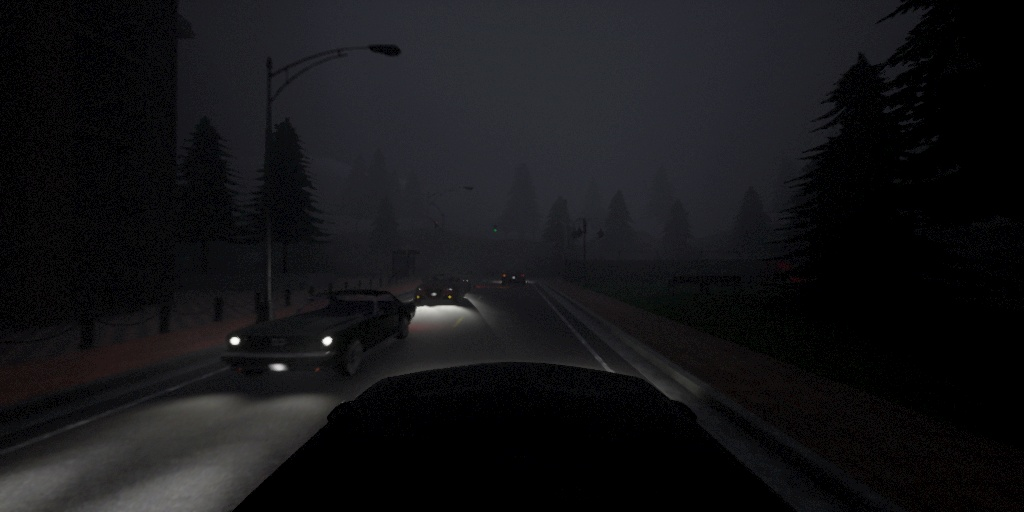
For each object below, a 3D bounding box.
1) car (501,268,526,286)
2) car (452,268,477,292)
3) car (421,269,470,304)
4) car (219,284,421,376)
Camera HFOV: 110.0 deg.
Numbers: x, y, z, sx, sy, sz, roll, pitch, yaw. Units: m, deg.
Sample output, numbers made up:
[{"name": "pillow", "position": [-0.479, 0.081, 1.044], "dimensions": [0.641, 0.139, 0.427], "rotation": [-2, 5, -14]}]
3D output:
[{"name": "car", "position": [0.124, 1.725, 30.437], "dimensions": [1.994, 1.385, 4.181], "rotation": [0, -1, 0]}, {"name": "car", "position": [-3.522, 1.568, 24.551], "dimensions": [2.128, 1.511, 4.902], "rotation": [0, -1, 1]}, {"name": "car", "position": [-3.486, 1.547, 18.004], "dimensions": [1.994, 1.385, 4.181], "rotation": [0, -1, 0]}, {"name": "car", "position": [-3.594, 1.436, 7.732], "dimensions": [1.895, 1.301, 4.718], "rotation": [0, -1, 0]}]
